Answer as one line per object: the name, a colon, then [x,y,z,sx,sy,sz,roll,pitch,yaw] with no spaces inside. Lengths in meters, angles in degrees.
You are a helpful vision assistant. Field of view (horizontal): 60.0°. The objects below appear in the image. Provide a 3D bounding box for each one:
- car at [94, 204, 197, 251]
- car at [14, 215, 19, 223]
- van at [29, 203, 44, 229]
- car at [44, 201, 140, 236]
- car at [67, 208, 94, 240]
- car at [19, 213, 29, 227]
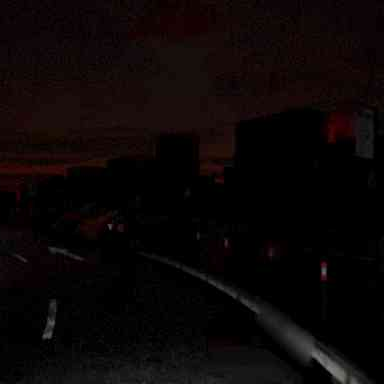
car: [-1.808,1.569,15.505,4.553,1.767,2.185,0,-1,-39]
car: [-12.894,2.205,29.799,5.366,1.575,1.946,0,-2,-38]
van: [-9.439,1.781,24.952,4.442,1.987,1.878,0,-2,-38]
car: [-5.523,1.579,20.159,5.566,2.045,2.435,0,-2,-38]
car: [-3.681,1.764,17.890,5.008,1.535,2.097,0,-1,-39]
car: [-11.255,1.978,27.382,4.553,1.767,2.185,0,-2,-38]
